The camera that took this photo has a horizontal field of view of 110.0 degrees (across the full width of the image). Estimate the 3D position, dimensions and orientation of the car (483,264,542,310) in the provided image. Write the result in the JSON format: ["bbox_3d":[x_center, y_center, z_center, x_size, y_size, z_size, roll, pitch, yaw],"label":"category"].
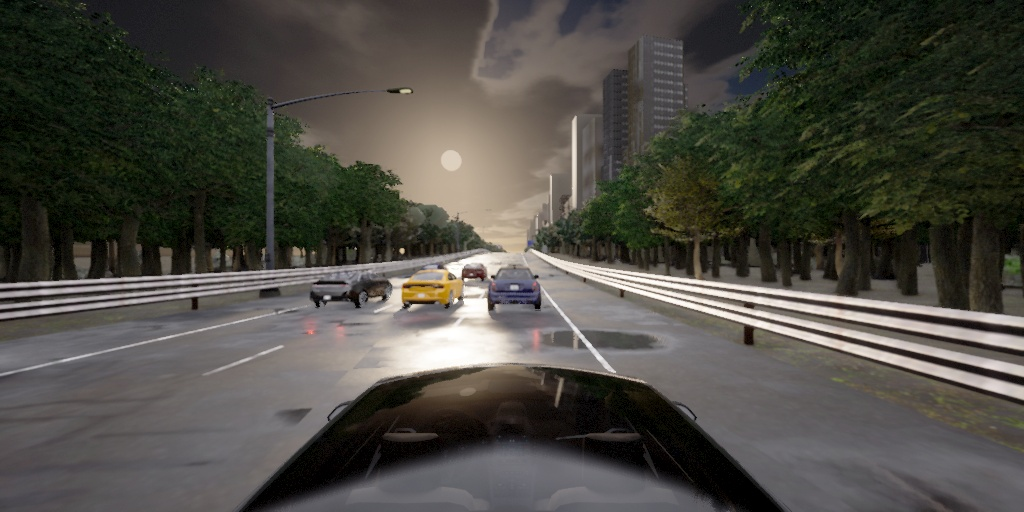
[{"bbox_3d":[0.112,1.216,15.545,2.097,1.767,4.553,0,-1,1],"label":"car"}]

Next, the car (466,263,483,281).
[{"bbox_3d":[-3.198,1.299,30.971,1.882,1.535,5.008,0,1,1],"label":"car"}]

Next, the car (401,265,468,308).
[{"bbox_3d":[-3.379,1.344,15.993,1.882,1.535,5.008,0,0,1],"label":"car"}]

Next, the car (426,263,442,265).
[{"bbox_3d":[-6.700,1.348,30.921,1.812,1.442,4.674,0,1,1],"label":"car"}]

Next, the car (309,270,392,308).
[{"bbox_3d":[-6.883,1.358,15.846,2.128,1.511,4.902,0,0,1],"label":"car"}]
